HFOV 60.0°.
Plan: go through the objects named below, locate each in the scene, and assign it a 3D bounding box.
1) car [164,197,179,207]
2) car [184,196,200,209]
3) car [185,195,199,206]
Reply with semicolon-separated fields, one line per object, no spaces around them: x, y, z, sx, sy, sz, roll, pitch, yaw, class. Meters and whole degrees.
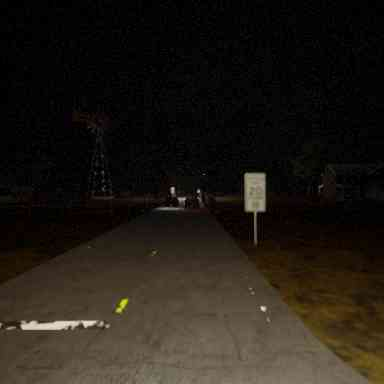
-2.744;1.327;45.906;2.033;1.411;5.357;0;0;0;car
0.005;1.293;41.308;2.128;1.511;4.902;0;0;0;car
0.007;1.287;51.745;2.033;1.411;5.357;0;0;0;car
